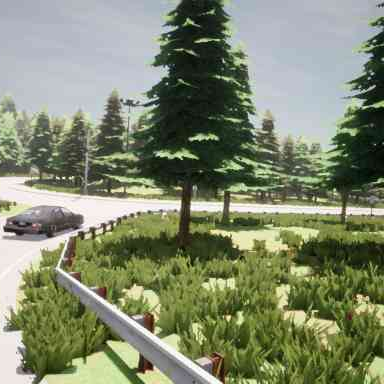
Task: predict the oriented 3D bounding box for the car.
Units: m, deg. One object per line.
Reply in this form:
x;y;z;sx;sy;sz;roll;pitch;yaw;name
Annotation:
-7.392;1.410;17.288;2.033;1.411;5.357;4;1;3;car
